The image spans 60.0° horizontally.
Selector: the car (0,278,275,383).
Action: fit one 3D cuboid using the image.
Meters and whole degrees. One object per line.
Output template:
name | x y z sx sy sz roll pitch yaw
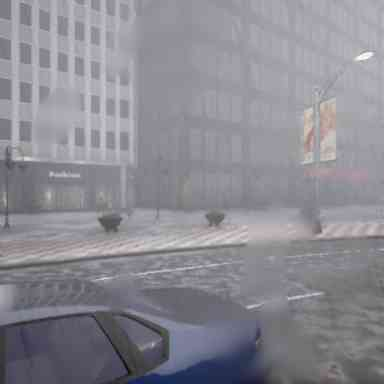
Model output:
car | -1.729 1.544 2.594 5.357 1.411 2.033 0 0 -35
